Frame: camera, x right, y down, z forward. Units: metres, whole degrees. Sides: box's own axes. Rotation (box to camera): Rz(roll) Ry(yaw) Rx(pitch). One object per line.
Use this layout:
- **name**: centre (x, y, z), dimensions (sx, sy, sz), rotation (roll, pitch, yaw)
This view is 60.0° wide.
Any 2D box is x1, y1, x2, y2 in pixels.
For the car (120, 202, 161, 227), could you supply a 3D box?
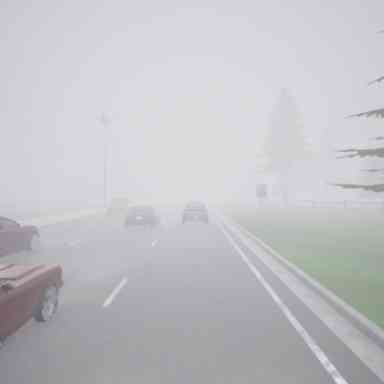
- **car**: centre (-3.272, 1.566, 22.549), dimensions (1.994, 1.385, 4.181), rotation (0, 0, 0)

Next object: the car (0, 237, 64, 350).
- **car**: centre (-3.359, 1.598, 4.238), dimensions (1.895, 1.301, 4.718), rotation (0, 0, 0)

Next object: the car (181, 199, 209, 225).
- **car**: centre (0.237, 1.498, 24.262), dimensions (2.128, 1.511, 4.902), rotation (0, 0, 0)

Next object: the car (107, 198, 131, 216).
- **car**: centre (-6.716, 1.352, 32.219), dimensions (2.097, 1.767, 4.553), rotation (0, 0, 0)

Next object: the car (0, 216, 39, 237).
- **car**: centre (-6.833, 1.472, 10.871), dimensions (1.882, 1.535, 5.008), rotation (0, 0, 0)
